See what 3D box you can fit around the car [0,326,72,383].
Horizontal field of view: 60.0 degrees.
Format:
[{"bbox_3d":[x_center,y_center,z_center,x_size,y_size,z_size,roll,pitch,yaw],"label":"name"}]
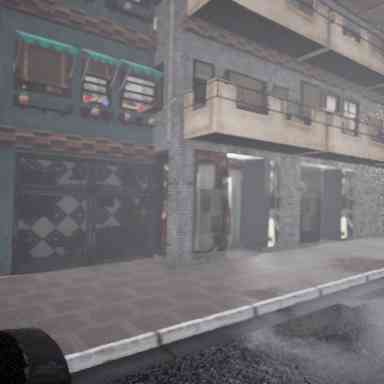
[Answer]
[{"bbox_3d":[-2.852,1.491,1.036,4.902,1.511,2.128,0,0,-36],"label":"car"}]
